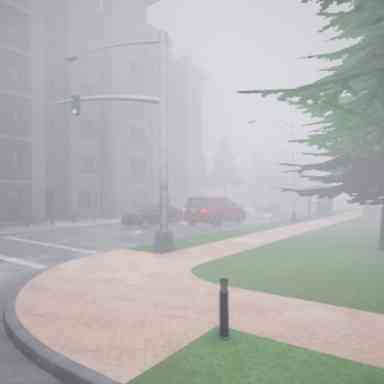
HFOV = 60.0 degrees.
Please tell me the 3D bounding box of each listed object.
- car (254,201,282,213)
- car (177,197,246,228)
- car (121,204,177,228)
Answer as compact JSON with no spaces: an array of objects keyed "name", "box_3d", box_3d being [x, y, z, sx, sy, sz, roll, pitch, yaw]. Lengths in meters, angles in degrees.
[{"name":"car","box_3d":[9.069,1.648,39.292,1.812,1.442,4.674,-1,-1,37]},{"name":"car","box_3d":[1.702,1.340,23.443,2.150,2.045,5.566,-1,-1,37]},{"name":"car","box_3d":[-2.763,1.604,23.473,1.882,1.535,5.008,-1,0,37]}]
